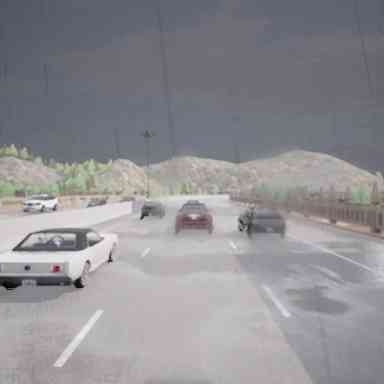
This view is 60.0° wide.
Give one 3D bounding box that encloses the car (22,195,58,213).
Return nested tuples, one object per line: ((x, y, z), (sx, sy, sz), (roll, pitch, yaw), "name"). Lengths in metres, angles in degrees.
((-17.544, 1.328, 38.779), (2.150, 2.045, 5.566), (0, 0, 0), "car")

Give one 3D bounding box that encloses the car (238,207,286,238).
((3.609, 1.539, 17.809), (2.128, 1.511, 4.902), (0, 0, 0), "car")

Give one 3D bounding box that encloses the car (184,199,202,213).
((0.122, 1.657, 40.857), (2.033, 1.411, 5.357), (0, 0, 0), "car")

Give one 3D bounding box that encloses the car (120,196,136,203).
((-10.485, 1.497, 54.645), (2.097, 1.767, 4.553), (0, 0, 0), "car")

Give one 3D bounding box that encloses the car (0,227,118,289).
((-3.402, 1.626, 9.174), (1.895, 1.301, 4.718), (0, 0, 0), "car")

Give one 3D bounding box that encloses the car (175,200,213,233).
((0.111, 1.406, 19.954), (2.097, 1.767, 4.553), (0, 0, 0), "car")

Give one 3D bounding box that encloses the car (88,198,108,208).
((-14.003, 1.625, 49.685), (2.128, 1.511, 4.902), (0, 0, 1), "car")

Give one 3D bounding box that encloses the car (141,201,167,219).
((-3.386, 1.584, 29.570), (1.837, 1.490, 4.892), (0, 0, 0), "car")
